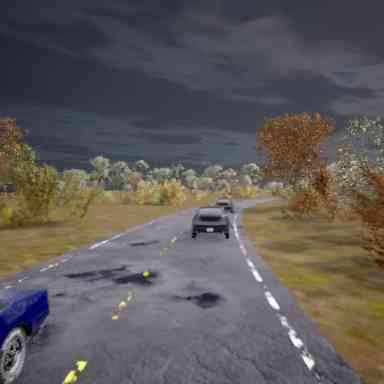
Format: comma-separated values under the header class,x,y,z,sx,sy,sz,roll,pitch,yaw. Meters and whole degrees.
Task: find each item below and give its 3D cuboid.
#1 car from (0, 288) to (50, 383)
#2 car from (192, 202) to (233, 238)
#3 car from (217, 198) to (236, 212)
class,x,y,z,sx,sy,sz,roll,pitch,yaw
car,-3.015,1.593,2.570,1.895,1.301,4.718,0,0,1
car,1.044,1.485,17.718,1.837,1.490,4.892,0,0,5
car,3.527,1.458,35.594,1.837,1.490,4.892,0,0,10
